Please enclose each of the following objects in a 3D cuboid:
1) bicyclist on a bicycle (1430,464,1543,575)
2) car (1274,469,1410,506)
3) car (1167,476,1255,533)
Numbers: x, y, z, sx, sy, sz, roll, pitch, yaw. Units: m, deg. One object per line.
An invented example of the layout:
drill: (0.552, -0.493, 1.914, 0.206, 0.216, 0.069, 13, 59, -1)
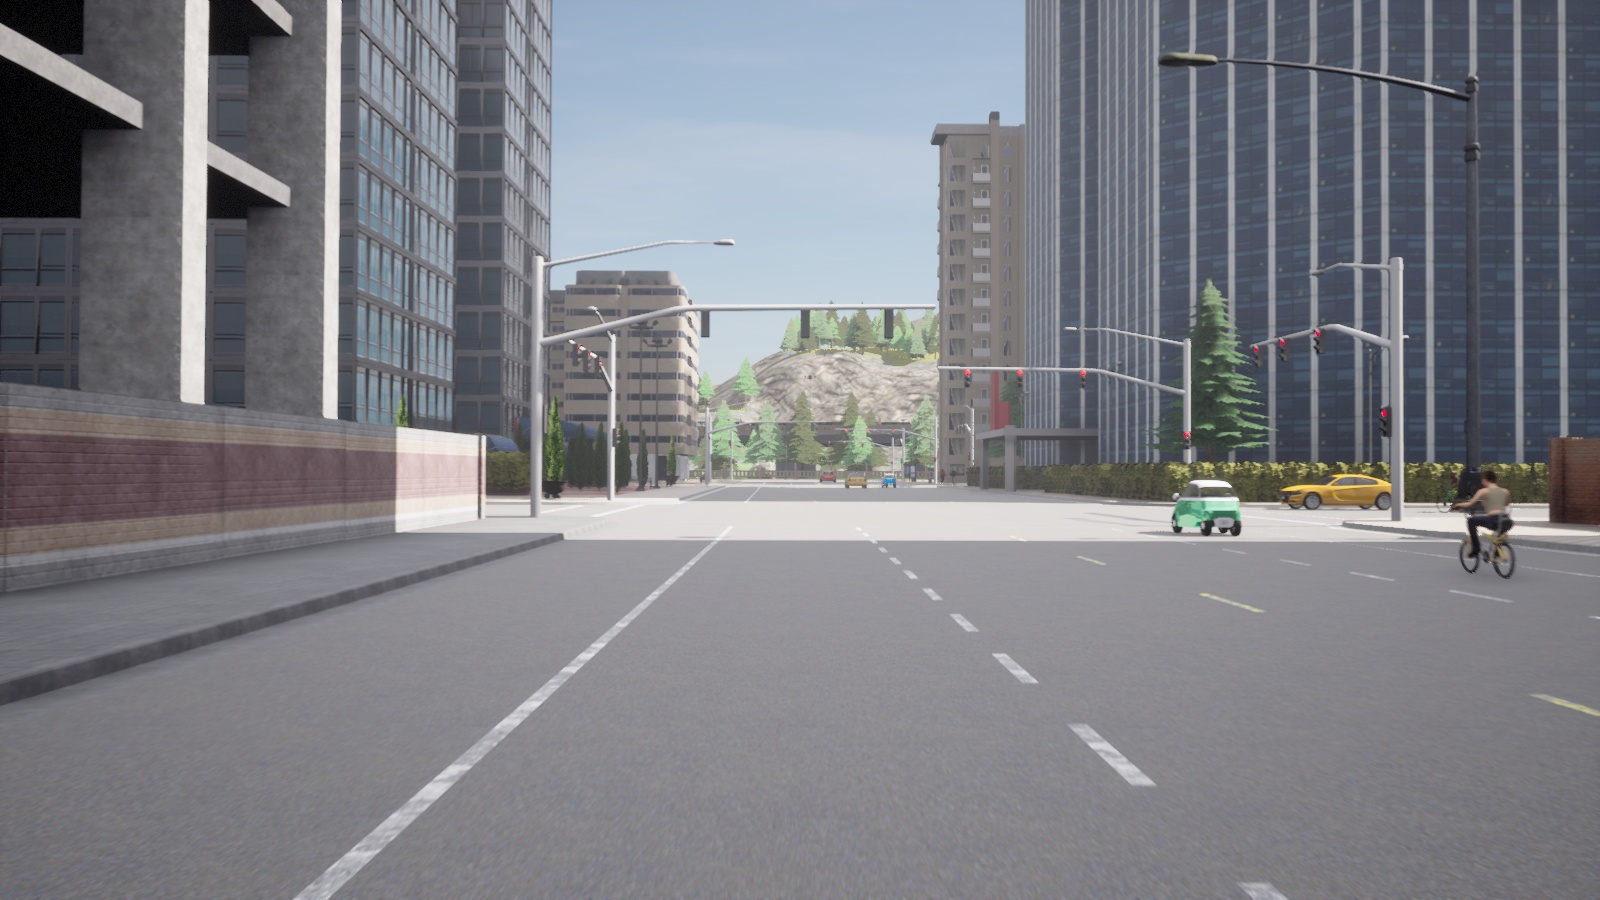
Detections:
bicyclist on a bicycle: (10.430, 1.030, 19.140, 0.866, 1.612, 1.509, 0, -1, 0)
car: (23.174, 1.600, 53.794, 5.008, 1.535, 1.882, 0, -1, -1)
car: (10.371, 1.361, 31.827, 1.481, 1.376, 2.207, 0, -1, -1)
